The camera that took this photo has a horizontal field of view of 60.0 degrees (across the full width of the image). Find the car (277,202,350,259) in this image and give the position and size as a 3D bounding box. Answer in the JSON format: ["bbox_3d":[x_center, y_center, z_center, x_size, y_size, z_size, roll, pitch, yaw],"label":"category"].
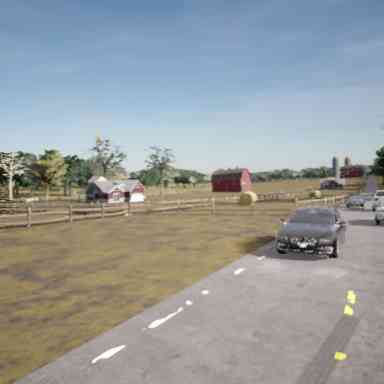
[{"bbox_3d":[4.467,1.314,12.076,1.837,1.490,4.892,0,1,29],"label":"car"}]

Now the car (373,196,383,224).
[{"bbox_3d":[12.538,1.225,20.781,1.812,1.442,4.674,0,1,29],"label":"car"}]

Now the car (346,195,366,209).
[{"bbox_3d":[19.092,1.117,38.755,1.812,1.442,4.674,0,0,29],"label":"car"}]

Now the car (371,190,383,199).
[{"bbox_3d":[19.625,0.839,33.822,2.150,2.045,5.566,0,1,29],"label":"car"}]
